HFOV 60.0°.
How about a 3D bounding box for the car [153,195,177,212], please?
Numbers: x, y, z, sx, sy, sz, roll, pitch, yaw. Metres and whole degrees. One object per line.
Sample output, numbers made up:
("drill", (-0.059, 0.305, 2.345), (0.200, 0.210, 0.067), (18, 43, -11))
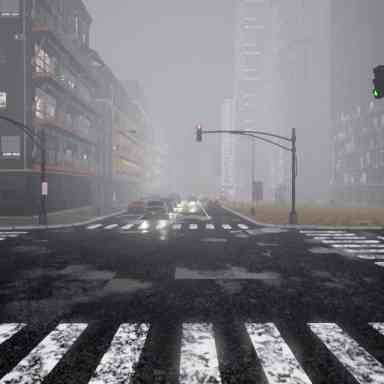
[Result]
("car", (-3.128, 1.473, 38.881), (1.882, 1.535, 5.008), (0, 0, 0))

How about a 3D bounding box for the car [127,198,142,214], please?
("car", (-5.730, 1.540, 35.363), (1.887, 1.381, 4.507), (-1, 0, 0))

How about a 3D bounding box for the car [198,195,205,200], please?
("car", (2.570, 1.534, 92.087), (1.752, 1.417, 4.829), (-1, 0, 0))

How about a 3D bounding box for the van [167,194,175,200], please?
("van", (-5.780, 1.350, 91.851), (1.690, 1.788, 3.998), (-1, 0, 0))

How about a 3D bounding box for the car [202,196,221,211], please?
("car", (2.612, 1.540, 41.076), (1.887, 1.381, 4.507), (-1, 0, 0))

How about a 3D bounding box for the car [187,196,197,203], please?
("car", (0.044, 1.479, 69.792), (1.882, 1.535, 5.008), (0, 0, 0))

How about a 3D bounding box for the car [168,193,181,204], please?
("car", (-3.088, 1.220, 59.321), (2.150, 2.045, 5.566), (0, 0, 1))

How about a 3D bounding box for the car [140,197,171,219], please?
("car", (-3.123, 1.500, 29.334), (1.837, 1.490, 4.892), (0, 0, 0))

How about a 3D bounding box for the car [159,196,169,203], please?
("car", (-5.758, 1.583, 69.257), (1.802, 1.307, 4.206), (-1, 0, 0))

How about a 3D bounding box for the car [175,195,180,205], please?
("car", (-3.130, 1.522, 48.764), (1.812, 1.442, 4.674), (0, 0, 0))

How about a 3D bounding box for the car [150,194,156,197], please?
("car", (-5.736, 1.436, 41.012), (1.967, 1.590, 4.097), (-1, 0, 0))

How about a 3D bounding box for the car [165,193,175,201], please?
("car", (-5.776, 1.322, 86.204), (2.192, 1.841, 5.009), (-1, 0, 0))

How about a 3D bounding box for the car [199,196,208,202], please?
("car", (2.585, 1.547, 74.970), (1.887, 1.381, 4.507), (-1, 0, 0))

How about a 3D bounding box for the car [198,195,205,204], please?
("car", (2.594, 1.551, 63.672), (2.008, 1.369, 4.403), (-1, 0, 0))
